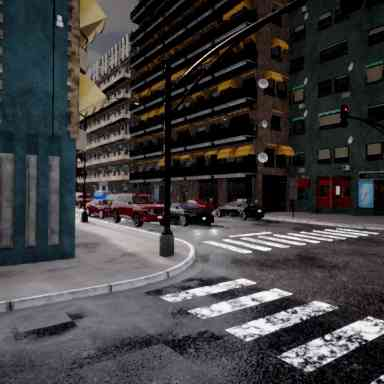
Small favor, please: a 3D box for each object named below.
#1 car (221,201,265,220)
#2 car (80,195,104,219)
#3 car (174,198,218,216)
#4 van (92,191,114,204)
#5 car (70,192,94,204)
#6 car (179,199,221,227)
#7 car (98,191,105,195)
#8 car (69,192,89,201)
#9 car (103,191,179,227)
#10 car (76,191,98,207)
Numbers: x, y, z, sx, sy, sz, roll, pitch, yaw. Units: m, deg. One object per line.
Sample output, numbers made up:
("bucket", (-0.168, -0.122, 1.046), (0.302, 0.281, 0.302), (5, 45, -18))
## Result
("car", (3.562, 1.353, 25.194), (1.947, 1.339, 4.313), (2, 0, -36))
("car", (-6.514, 1.183, 24.817), (1.887, 1.381, 4.507), (2, 0, -36))
("car", (0.292, 1.289, 29.704), (1.802, 1.307, 4.206), (2, 0, -36))
("van", (-12.780, 0.726, 47.745), (1.690, 1.788, 3.998), (2, 0, -36))
("car", (-15.663, 0.823, 47.200), (1.882, 1.535, 5.008), (1, 0, -36))
("car", (-0.460, 1.321, 20.855), (1.994, 1.385, 4.181), (1, 0, -36))
("car", (-6.048, 0.971, 28.573), (2.097, 1.767, 4.553), (1, 0, -36))
("car", (-19.323, 0.769, 56.764), (1.887, 1.381, 4.507), (2, 0, -36))
("car", (-3.238, 1.034, 20.307), (2.192, 1.841, 5.009), (2, 0, -36))
("car", (-12.086, 0.948, 36.918), (1.882, 1.535, 5.008), (1, 0, -36))
